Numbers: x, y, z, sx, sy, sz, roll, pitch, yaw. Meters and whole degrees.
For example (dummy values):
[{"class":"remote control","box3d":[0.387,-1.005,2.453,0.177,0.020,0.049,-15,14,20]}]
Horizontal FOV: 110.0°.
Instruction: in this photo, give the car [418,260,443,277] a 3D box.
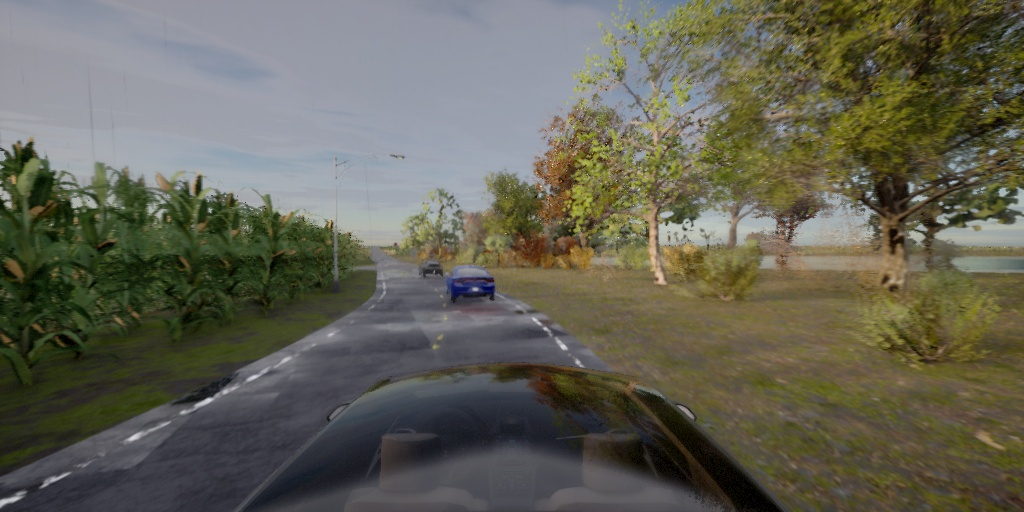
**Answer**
[{"class":"car","box3d":[-7.653,1.132,33.722,1.837,1.490,4.892,0,0,-20]}]

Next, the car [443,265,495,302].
[{"class":"car","box3d":[-2.056,1.174,16.895,1.882,1.535,5.008,0,1,-14]}]
